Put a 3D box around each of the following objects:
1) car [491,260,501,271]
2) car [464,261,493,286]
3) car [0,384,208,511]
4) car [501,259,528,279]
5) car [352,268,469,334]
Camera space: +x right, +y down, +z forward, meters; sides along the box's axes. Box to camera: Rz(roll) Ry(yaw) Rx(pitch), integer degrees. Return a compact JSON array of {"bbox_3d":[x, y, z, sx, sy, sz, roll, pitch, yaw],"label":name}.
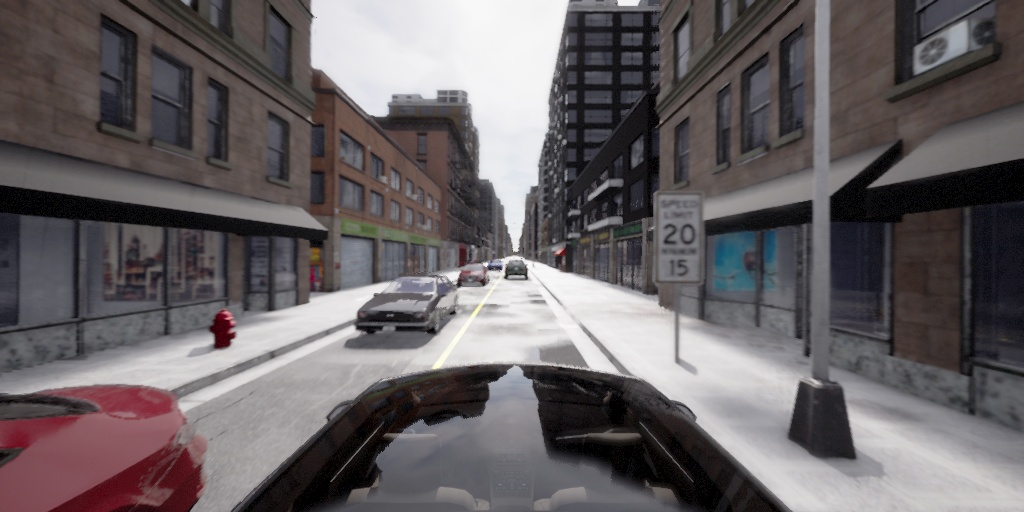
[{"bbox_3d":[-2.226,1.231,49.185,1.882,1.535,5.008,0,0,1],"label":"car"},{"bbox_3d":[-2.588,1.249,24.924,1.812,1.442,4.674,0,0,1],"label":"car"},{"bbox_3d":[-2.885,1.253,0.382,1.812,1.442,4.674,0,0,2],"label":"car"},{"bbox_3d":[0.403,1.099,32.770,2.097,1.767,4.553,0,0,1],"label":"car"},{"bbox_3d":[-2.768,1.271,10.814,2.033,1.411,5.357,0,0,1],"label":"car"}]
